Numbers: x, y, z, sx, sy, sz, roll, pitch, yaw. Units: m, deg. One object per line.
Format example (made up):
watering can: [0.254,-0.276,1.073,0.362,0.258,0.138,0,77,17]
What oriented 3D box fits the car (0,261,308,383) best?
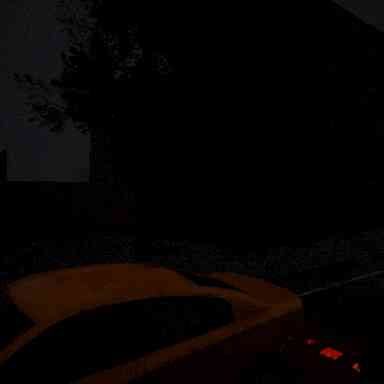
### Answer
car: [-1.075,1.479,2.917,5.008,1.535,1.882,0,0,-36]
